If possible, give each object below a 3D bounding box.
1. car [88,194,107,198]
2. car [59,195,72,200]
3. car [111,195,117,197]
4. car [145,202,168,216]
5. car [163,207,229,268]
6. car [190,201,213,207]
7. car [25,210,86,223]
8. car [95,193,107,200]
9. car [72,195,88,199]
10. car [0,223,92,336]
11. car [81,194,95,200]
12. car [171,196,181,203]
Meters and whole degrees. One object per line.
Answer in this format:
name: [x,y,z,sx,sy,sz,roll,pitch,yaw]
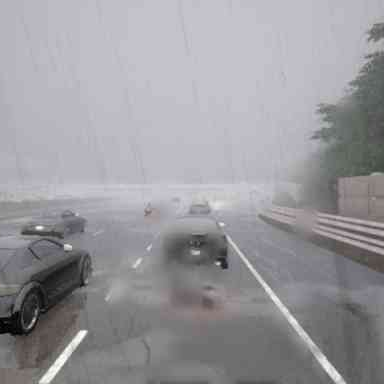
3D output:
car: [-20.947,1.497,74.145,1.882,1.535,5.008,0,0,0]
car: [-27.947,1.374,74.099,2.097,1.767,4.553,0,0,0]
car: [-21.052,1.481,89.983,1.994,1.385,4.181,0,0,0]
car: [-3.406,1.640,32.792,1.895,1.301,4.718,0,0,0]
car: [0.119,1.491,11.350,1.882,1.535,5.008,0,0,0]
car: [0.858,1.527,30.510,2.128,1.511,4.902,0,0,6]
car: [-6.863,1.584,16.991,1.994,1.385,4.181,0,0,0]
car: [-24.553,1.283,89.974,2.097,1.767,4.553,0,0,0]
car: [-24.447,1.543,74.107,1.812,1.442,4.674,0,0,0]
car: [-3.493,1.572,6.689,1.994,1.385,4.181,0,0,0]
car: [-28.052,1.453,89.908,2.128,1.511,4.902,0,0,0]
car: [-3.434,1.513,71.691,1.882,1.535,5.008,0,0,0]
